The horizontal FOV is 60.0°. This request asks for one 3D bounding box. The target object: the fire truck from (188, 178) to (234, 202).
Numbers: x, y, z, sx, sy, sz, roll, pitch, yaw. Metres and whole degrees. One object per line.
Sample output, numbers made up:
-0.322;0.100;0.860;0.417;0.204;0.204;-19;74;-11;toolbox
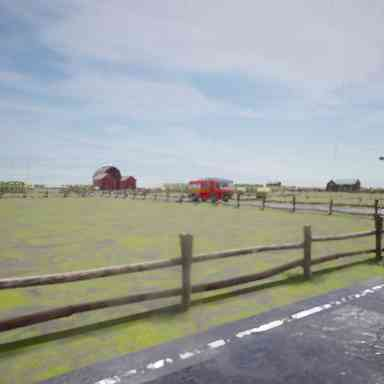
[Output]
2.902;-0.357;53.295;2.891;3.827;8.468;1;1;-36;fire truck
